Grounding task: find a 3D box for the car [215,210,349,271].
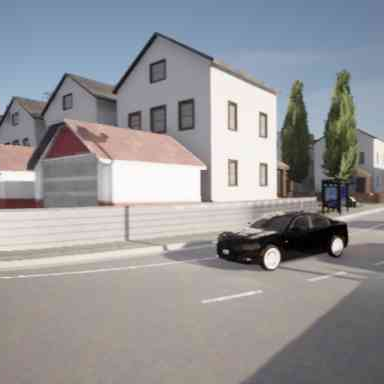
[{"bbox_3d":[2.988,1.367,10.689,5.008,1.535,1.882,-1,1,-35],"label":"car"}]
